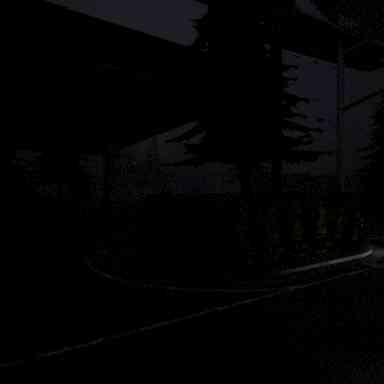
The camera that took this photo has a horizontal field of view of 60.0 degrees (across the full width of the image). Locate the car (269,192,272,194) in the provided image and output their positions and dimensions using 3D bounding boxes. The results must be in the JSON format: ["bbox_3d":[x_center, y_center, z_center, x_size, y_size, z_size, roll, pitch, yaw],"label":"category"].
[{"bbox_3d":[6.204,1.050,28.677,2.150,2.045,5.566,0,1,-34],"label":"car"}]

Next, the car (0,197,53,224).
[{"bbox_3d":[-11.997,1.313,23.462,3.866,1.878,1.905,0,0,-36],"label":"car"}]
